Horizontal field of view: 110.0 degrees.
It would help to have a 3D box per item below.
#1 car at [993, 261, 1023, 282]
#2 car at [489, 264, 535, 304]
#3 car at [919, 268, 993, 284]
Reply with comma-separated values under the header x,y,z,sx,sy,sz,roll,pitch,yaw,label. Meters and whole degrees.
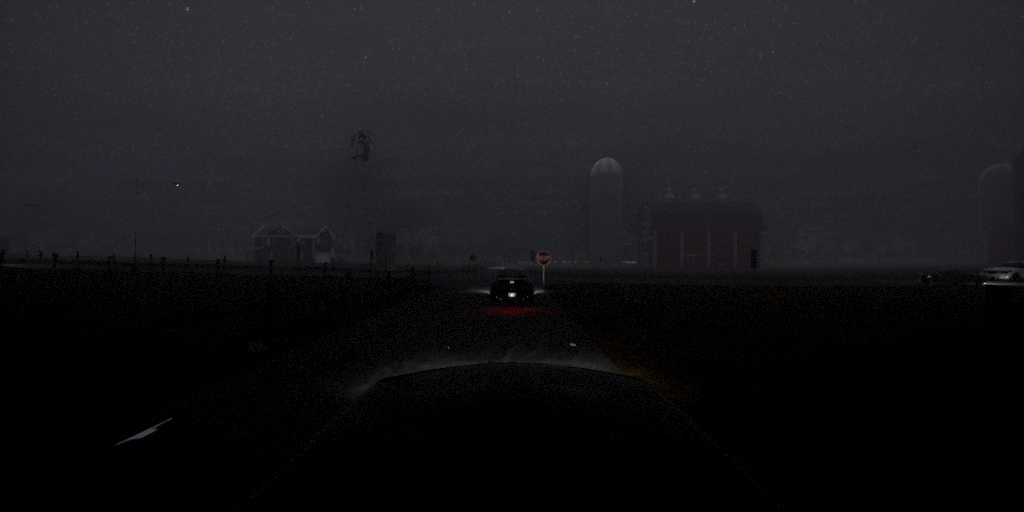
x,y,z,sx,sy,sz,roll,pitch,yaw,label
49.071,1.524,34.666,5.566,2.045,2.150,0,0,0,car
0.000,1.285,16.501,1.837,1.490,4.892,0,0,0,car
39.110,1.789,31.881,4.181,1.385,1.994,0,0,0,car
